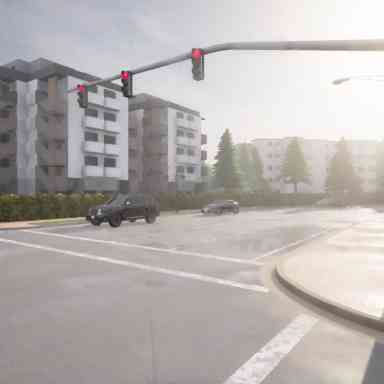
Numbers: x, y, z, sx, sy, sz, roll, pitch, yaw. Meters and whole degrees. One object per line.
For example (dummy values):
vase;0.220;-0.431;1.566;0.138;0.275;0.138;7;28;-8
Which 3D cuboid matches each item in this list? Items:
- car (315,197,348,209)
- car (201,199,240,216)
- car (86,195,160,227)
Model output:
car;18.910;1.493;45.109;4.902;1.511;2.128;0;0;-25
car;2.862;1.491;32.783;2.128;1.511;4.902;0;0;41
car;-4.593;1.221;23.031;2.150;2.045;5.566;0;0;35
